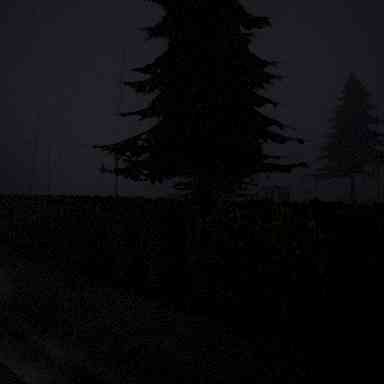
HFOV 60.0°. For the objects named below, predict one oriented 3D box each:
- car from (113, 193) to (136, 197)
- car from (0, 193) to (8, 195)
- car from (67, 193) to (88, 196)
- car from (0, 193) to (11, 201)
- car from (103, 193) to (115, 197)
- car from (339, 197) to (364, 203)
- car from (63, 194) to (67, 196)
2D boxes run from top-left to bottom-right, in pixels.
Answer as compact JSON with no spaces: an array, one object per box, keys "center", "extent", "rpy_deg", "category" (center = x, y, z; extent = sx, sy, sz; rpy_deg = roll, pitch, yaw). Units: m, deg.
[{"center":[-10.306,1.384,54.272],"extent":[3.806,1.475,1.970],"rpy_deg":[0,0,-45],"category":"car"},{"center":[-23.711,1.330,41.282],"extent":[5.027,1.636,2.152],"rpy_deg":[0,0,-45],"category":"car"},{"center":[-27.175,1.154,81.593],"extent":[5.027,1.636,2.152],"rpy_deg":[0,0,-45],"category":"car"},{"center":[-41.765,1.097,71.634],"extent":[4.605,1.855,1.932],"rpy_deg":[0,0,-45],"category":"car"},{"center":[-15.867,1.097,70.694],"extent":[4.605,1.855,1.932],"rpy_deg":[0,0,-45],"category":"car"},{"center":[25.366,1.534,54.814],"extent":[2.033,1.411,5.357],"rpy_deg":[0,0,-30],"category":"car"},{"center":[-31.908,1.232,85.939],"extent":[3.806,1.475,1.970],"rpy_deg":[0,0,-45],"category":"car"}]
